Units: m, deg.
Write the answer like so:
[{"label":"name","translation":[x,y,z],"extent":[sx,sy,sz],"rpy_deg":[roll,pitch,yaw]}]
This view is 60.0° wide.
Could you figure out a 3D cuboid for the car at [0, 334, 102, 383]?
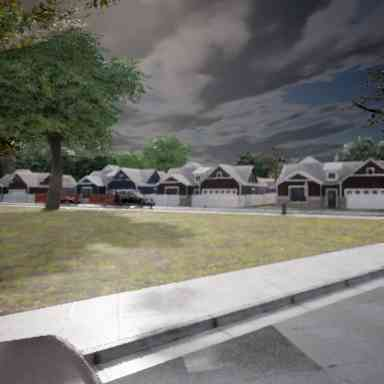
[{"label":"car","translation":[-2.844,1.556,1.041],"extent":[5.357,1.411,2.033],"rpy_deg":[0,0,-35]}]

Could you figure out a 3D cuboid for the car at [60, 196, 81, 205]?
[{"label":"car","translation":[-19.480,1.327,51.297],"extent":[4.718,1.301,1.895],"rpy_deg":[0,0,27]}]

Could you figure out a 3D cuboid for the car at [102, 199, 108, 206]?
[{"label":"car","translation":[-10.626,1.307,46.762],"extent":[4.181,1.385,1.994],"rpy_deg":[0,0,28]}]

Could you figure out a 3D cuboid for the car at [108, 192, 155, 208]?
[{"label":"car","translation":[-7.313,0.973,41.800],"extent":[5.566,2.045,2.150],"rpy_deg":[0,0,28]}]
